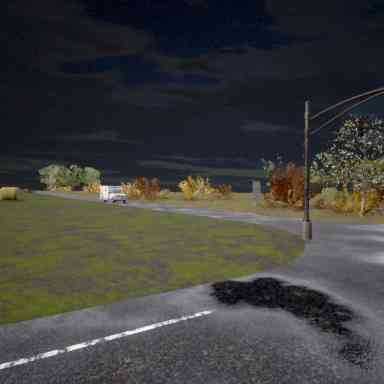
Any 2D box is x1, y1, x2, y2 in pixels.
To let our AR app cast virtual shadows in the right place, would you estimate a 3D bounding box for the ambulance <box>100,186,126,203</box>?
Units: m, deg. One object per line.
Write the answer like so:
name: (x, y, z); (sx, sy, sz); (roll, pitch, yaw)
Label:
ambulance: (-11.873, 0.341, 50.071); (2.351, 2.431, 6.366); (2, 0, -32)
